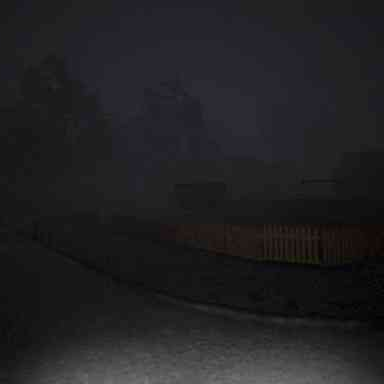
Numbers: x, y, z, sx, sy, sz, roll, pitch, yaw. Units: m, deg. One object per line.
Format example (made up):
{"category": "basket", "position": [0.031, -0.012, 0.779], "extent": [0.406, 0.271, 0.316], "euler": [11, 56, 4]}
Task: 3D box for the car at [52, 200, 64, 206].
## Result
{"category": "car", "position": [-26.689, 2.244, 66.247], "extent": [1.994, 1.381, 4.181], "euler": [-2, 0, -36]}
